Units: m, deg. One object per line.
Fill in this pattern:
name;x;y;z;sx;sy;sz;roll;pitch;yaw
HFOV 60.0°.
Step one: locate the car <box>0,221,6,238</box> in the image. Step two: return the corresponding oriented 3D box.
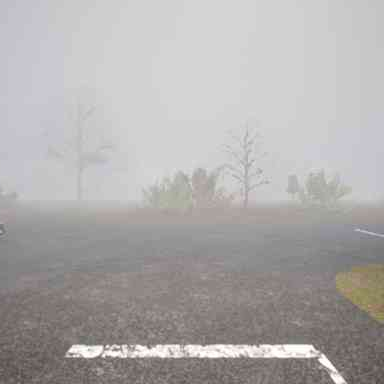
car;-10.809;1.447;14.425;5.008;1.535;1.882;0;0;-2
